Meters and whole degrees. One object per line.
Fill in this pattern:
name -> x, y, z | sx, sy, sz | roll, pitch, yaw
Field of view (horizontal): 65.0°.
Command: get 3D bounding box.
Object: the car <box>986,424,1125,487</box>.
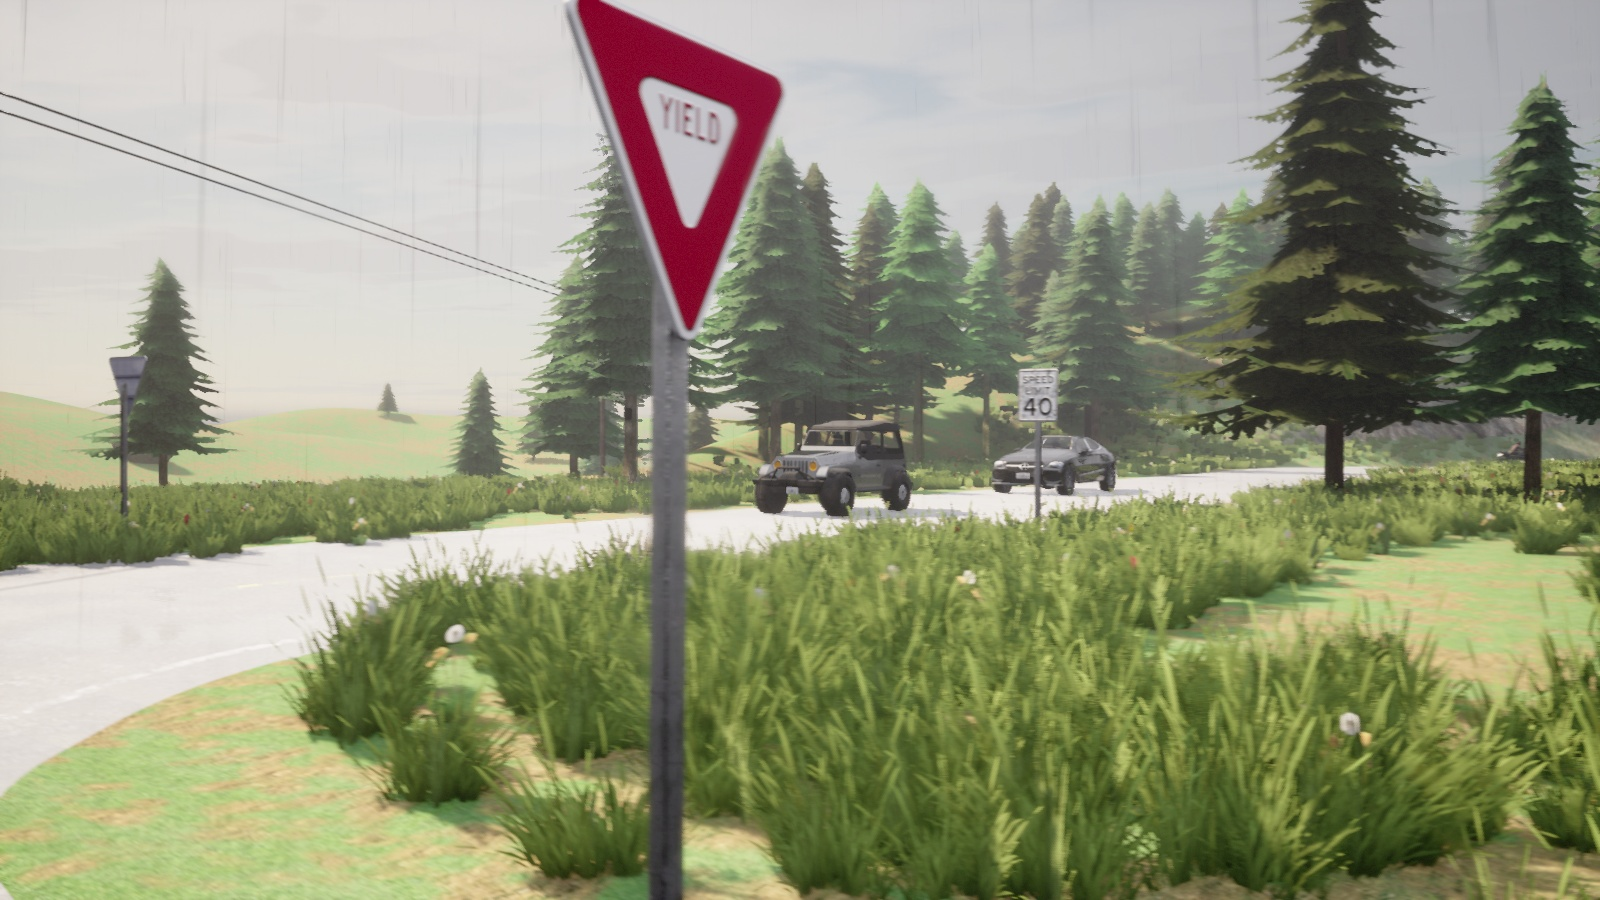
car -> 7.332, 0.094, 35.583 | 2.152, 1.651, 5.027 | 0, 1, 33

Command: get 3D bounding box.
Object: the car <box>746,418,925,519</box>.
car -> 0.804, 0.308, 25.555 | 1.905, 1.878, 3.866 | 0, 1, 33

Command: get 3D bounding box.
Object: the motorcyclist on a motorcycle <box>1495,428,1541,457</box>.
motorcyclist on a motorcycle -> 38.254, -0.408, 66.926 | 2.044, 1.523, 0.797 | -1, 3, -10
